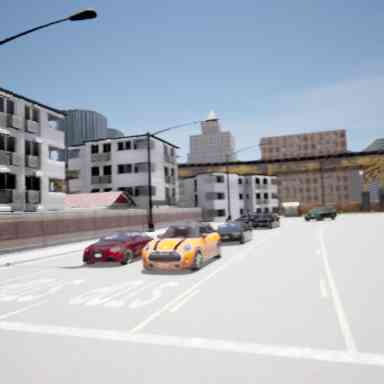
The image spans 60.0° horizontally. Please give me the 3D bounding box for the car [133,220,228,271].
[{"bbox_3d":[-0.247,2.108,13.880,2.097,1.767,4.553,-3,-3,20],"label":"car"}]

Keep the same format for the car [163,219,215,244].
[{"bbox_3d":[-0.029,2.866,24.579,2.033,1.411,5.357,-3,-3,20],"label":"car"}]

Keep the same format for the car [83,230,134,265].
[{"bbox_3d":[-3.255,2.543,15.798,1.994,1.385,4.181,-3,-3,20],"label":"car"}]

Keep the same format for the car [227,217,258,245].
[{"bbox_3d":[2.752,2.631,21.940,1.994,1.385,4.181,-3,-3,21],"label":"car"}]

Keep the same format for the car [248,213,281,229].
[{"bbox_3d":[7.835,3.018,34.618,1.882,1.535,5.008,-4,-3,28],"label":"car"}]

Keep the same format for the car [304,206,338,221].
[{"bbox_3d":[18.076,3.098,46.615,5.566,2.045,2.150,0,-4,-35],"label":"car"}]

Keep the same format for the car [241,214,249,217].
[{"bbox_3d":[6.768,3.358,39.687,1.837,1.490,4.892,-5,-4,34],"label":"car"}]
